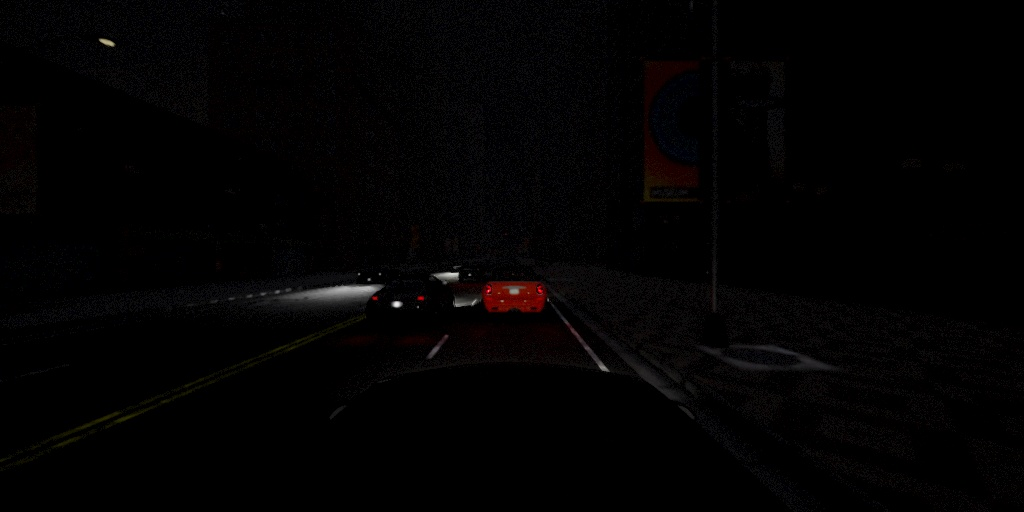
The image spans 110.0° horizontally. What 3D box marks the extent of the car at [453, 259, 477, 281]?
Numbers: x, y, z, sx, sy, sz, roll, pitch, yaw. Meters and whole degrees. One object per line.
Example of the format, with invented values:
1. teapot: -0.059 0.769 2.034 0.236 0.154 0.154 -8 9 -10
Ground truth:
1. car: -3.164 1.201 29.339 2.128 1.511 4.902 0 0 0

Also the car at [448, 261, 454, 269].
1. car: -6.585 1.180 43.918 2.128 1.511 4.902 0 0 0

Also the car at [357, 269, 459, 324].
1. car: -3.172 1.300 11.917 1.994 1.385 4.181 0 0 0

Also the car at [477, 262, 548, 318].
1. car: 0.081 1.087 13.016 2.097 1.767 4.553 0 0 0

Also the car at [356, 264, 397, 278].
1. car: -9.851 1.314 26.941 1.895 1.301 4.718 0 0 0
